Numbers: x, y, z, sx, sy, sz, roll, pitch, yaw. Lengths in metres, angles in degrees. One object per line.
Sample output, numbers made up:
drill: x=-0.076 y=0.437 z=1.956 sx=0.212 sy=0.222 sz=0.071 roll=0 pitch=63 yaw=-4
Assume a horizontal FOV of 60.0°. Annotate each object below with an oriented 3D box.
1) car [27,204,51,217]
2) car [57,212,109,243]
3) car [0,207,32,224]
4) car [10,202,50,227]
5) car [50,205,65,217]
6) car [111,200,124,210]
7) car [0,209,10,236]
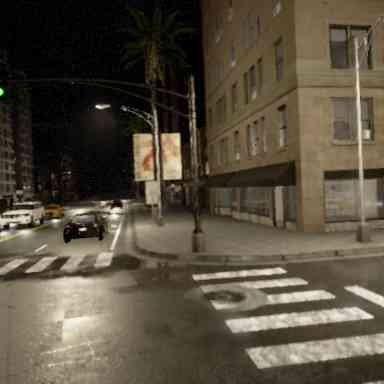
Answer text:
car: x=-20.650 y=2.522 z=45.199 sx=1.812 sy=1.442 sz=4.674 roll=-3 pitch=0 yaw=-10
car: x=-5.712 y=1.825 z=18.227 sx=1.994 sy=1.385 sz=4.181 roll=-3 pitch=0 yaw=-10
car: x=-18.837 y=2.455 z=35.294 sx=2.033 sy=1.411 sz=5.357 roll=-3 pitch=0 yaw=-10
car: x=-14.426 y=1.913 z=28.813 sx=2.150 sy=2.045 sz=5.566 roll=-3 pitch=0 yaw=-10
car: x=-16.191 y=2.260 z=38.853 sx=1.882 sy=1.535 sz=5.008 roll=-3 pitch=0 yaw=-10
car: x=-12.539 y=2.111 z=55.536 sx=1.837 sy=1.490 sz=4.892 roll=-3 pitch=0 yaw=-10
car: x=-12.592 y=1.813 z=18.615 sx=2.150 sy=2.045 sz=5.566 roll=-3 pitch=0 yaw=-10
